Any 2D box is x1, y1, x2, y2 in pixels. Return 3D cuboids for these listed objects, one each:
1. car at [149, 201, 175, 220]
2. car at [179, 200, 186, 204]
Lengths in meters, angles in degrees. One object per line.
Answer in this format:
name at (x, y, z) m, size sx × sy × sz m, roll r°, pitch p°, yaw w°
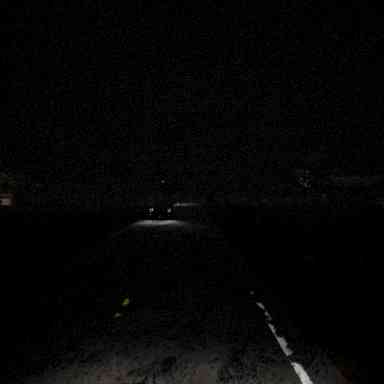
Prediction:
car at (-2.776, 1.624, 31.114) m, size 2.097 × 1.767 × 4.553 m, roll 0°, pitch -1°, yaw 1°
car at (-2.691, 2.734, 92.306) m, size 1.895 × 1.301 × 4.718 m, roll 0°, pitch -1°, yaw 0°
